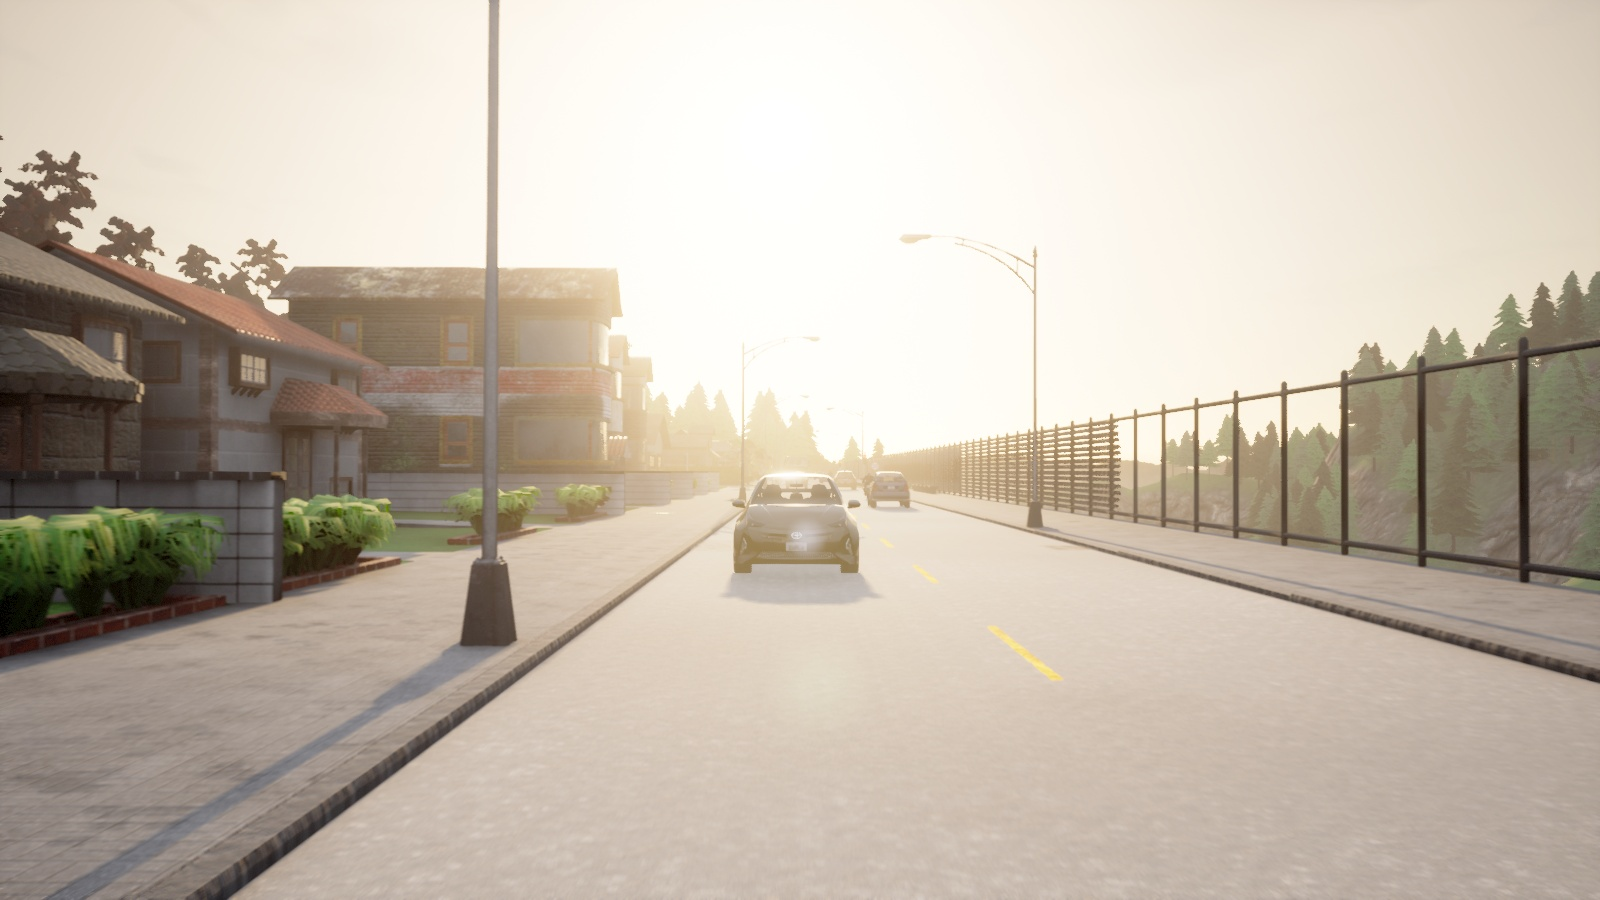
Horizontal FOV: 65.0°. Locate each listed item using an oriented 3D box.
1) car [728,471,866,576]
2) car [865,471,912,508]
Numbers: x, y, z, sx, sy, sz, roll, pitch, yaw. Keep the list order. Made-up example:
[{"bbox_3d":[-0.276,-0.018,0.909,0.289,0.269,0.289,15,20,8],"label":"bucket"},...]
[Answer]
[{"bbox_3d":[-0.050,1.105,20.519,2.007,1.525,4.514,0,-1,0],"label":"car"},{"bbox_3d":[3.866,1.702,55.225,1.789,1.549,3.705,0,-1,0],"label":"car"}]
